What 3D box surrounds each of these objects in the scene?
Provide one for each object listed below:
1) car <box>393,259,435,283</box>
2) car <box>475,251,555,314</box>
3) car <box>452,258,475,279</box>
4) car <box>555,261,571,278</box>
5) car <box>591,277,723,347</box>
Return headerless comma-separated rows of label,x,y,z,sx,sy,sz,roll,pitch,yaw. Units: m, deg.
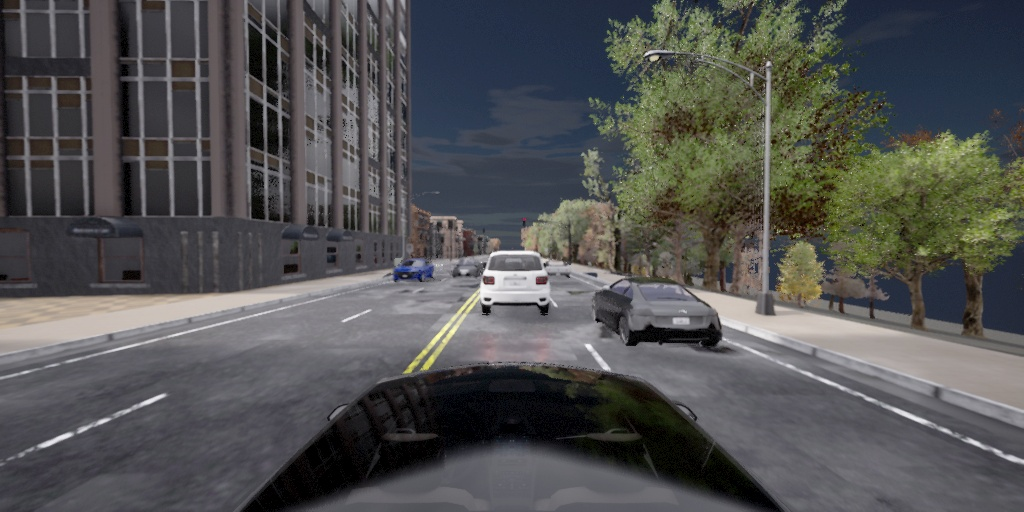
car,-6.587,0.936,24.544,1.882,1.535,5.008,0,1,0
car,0.097,0.829,13.044,2.150,2.045,5.566,0,1,0
car,-3.334,0.916,27.292,2.128,1.511,4.902,0,1,0
car,3.356,1.013,28.223,1.895,1.301,4.718,0,1,0
car,3.332,1.220,9.053,1.994,1.385,4.181,0,1,0
